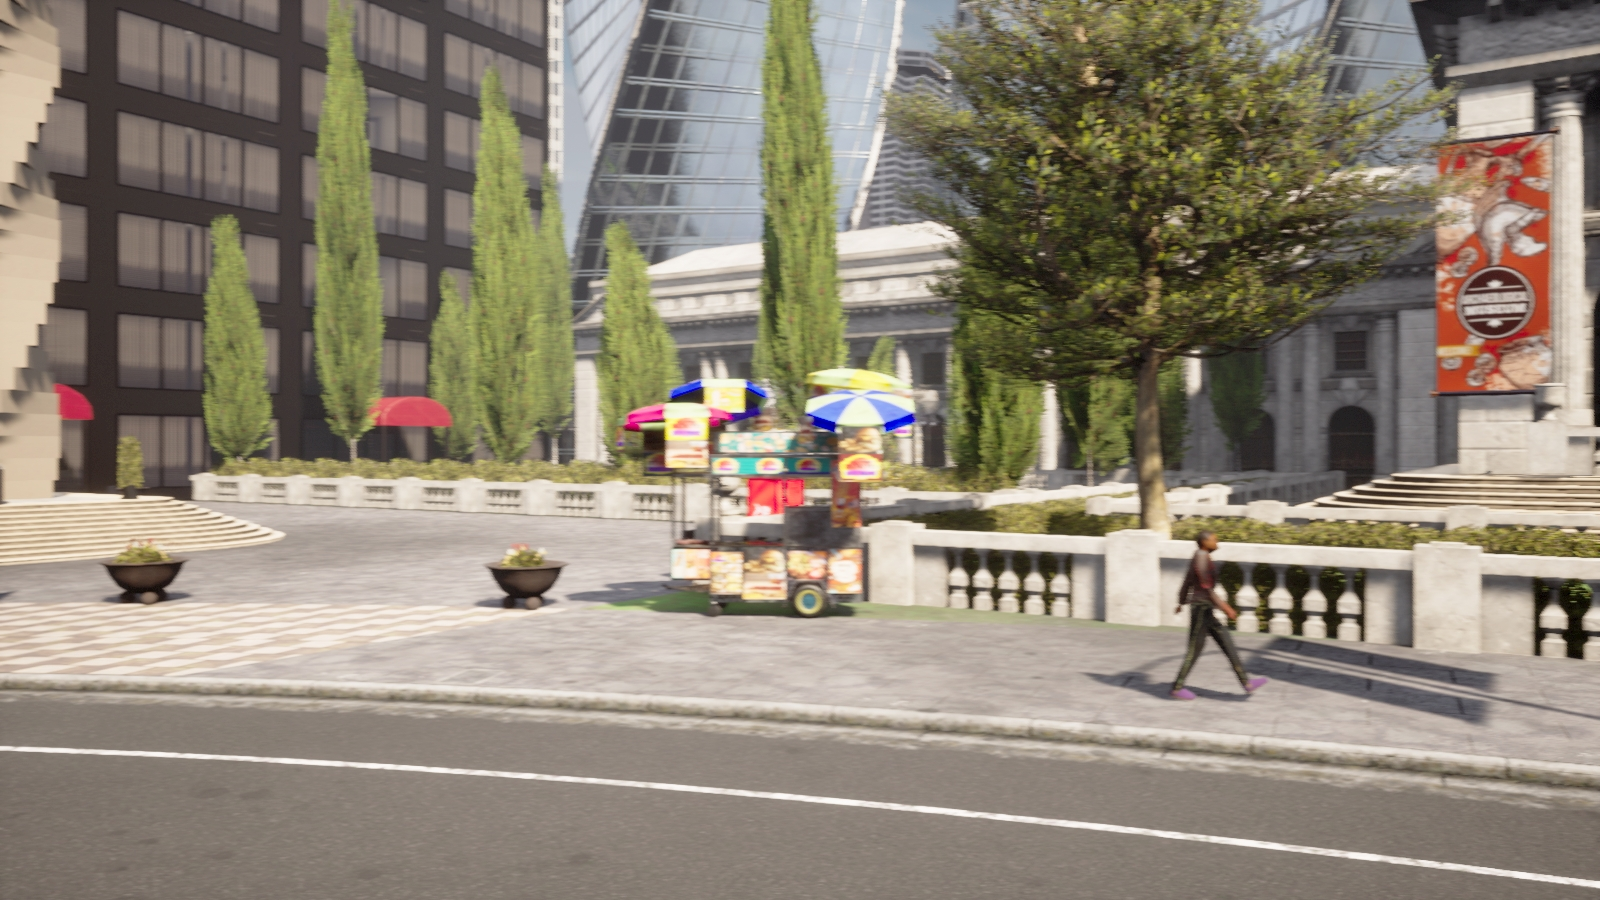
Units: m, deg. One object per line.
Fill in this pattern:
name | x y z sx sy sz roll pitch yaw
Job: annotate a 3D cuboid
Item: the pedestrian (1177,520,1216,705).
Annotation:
pedestrian | 4.133 1.677 11.910 0.375 1.860 0.375 0 0 18
